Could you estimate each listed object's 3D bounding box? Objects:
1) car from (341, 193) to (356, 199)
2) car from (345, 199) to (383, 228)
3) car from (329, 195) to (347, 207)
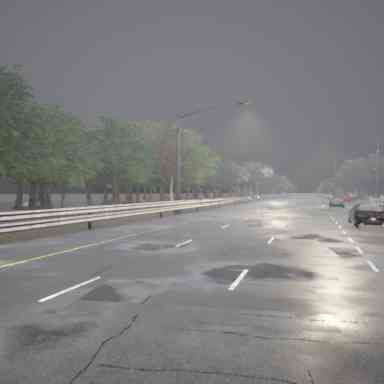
[{"bbox_3d":[33.167,1.214,70.722,2.150,2.045,5.566,0,0,38],"label":"car"},{"bbox_3d":[11.637,1.492,22.123,1.882,1.535,5.008,0,0,20],"label":"car"},{"bbox_3d":[21.850,1.559,50.336,1.994,1.385,4.181,0,0,22],"label":"car"}]
